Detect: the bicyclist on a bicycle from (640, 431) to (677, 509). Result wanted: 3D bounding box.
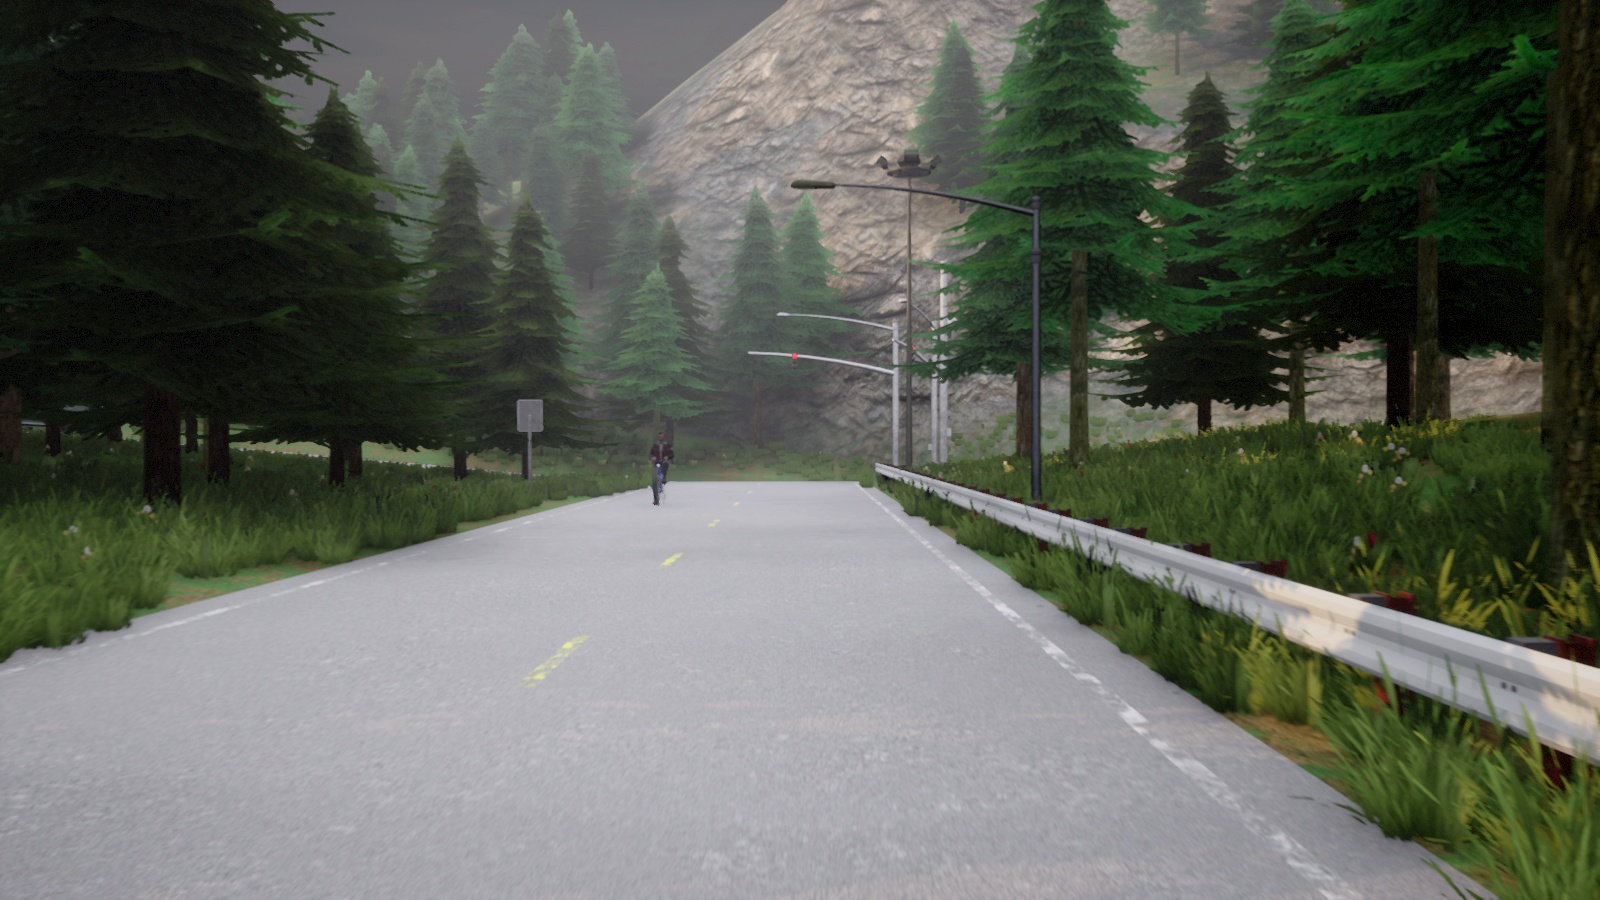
[{"bbox_3d":[-3.315,0.447,29.604,0.659,1.776,1.843,0,0,0],"label":"bicyclist on a bicycle"}]

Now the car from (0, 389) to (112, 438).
[{"bbox_3d":[-37.951,-1.865,62.964,5.566,2.045,2.150,4,0,0],"label":"car"}]
